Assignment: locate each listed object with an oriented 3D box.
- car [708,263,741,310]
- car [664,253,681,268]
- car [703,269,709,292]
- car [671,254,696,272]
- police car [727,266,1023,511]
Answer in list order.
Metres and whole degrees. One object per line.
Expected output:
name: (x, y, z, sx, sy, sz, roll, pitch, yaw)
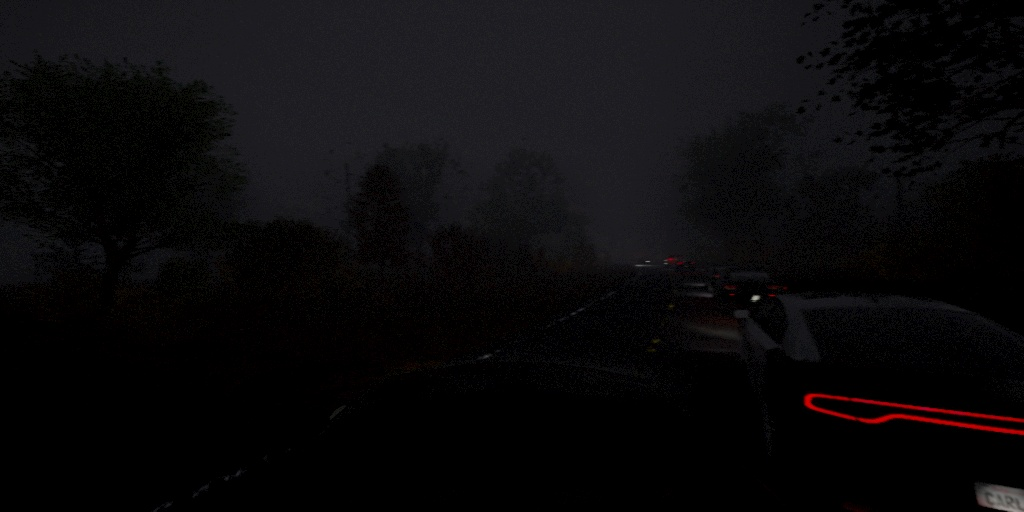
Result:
car: (8.421, 1.096, 13.064, 1.812, 1.442, 4.674, -2, 0, 26)
car: (23.521, 0.610, 52.084, 2.150, 2.045, 5.566, -2, 0, 18)
car: (11.040, 1.055, 18.515, 1.812, 1.442, 4.674, -2, 0, 25)
car: (19.233, 0.911, 40.068, 1.882, 1.535, 5.008, -2, -1, 21)
police car: (3.864, 1.072, 4.197, 1.930, 1.638, 5.238, -2, 0, 28)
